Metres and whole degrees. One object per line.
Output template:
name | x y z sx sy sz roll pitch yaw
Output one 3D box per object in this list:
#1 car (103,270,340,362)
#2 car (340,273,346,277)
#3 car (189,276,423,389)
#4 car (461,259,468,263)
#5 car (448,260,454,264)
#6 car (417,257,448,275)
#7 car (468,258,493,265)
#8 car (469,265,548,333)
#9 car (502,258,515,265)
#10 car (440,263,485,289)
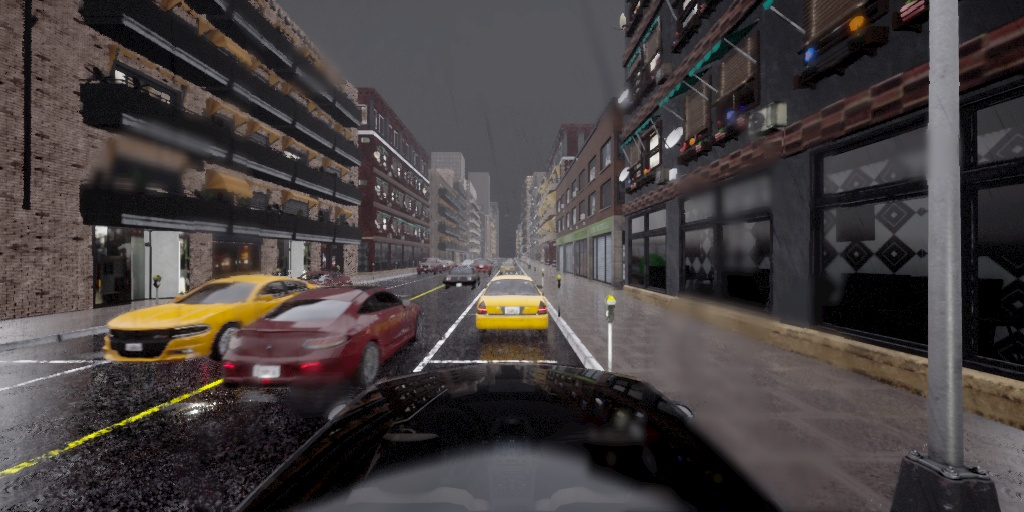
car | -6.245 1.228 8.418 1.882 1.535 5.008 0 0 0
car | -8.837 1.333 16.462 1.802 1.307 4.207 0 0 0
car | -3.044 1.276 6.757 1.812 1.442 4.674 0 0 0
car | -6.146 1.191 50.464 1.812 1.442 4.674 0 0 0
car | -8.837 1.188 44.643 1.967 1.591 4.097 0 0 0
car | -8.837 1.064 39.007 2.192 1.841 5.009 0 0 0
car | -3.146 1.101 38.912 2.097 1.767 4.553 0 0 0
car | 0.005 1.207 10.689 1.801 1.575 5.366 0 0 0
car | -0.456 1.275 39.173 1.751 1.417 4.829 0 0 0
car | -3.044 1.351 22.885 1.895 1.301 4.718 0 0 0
